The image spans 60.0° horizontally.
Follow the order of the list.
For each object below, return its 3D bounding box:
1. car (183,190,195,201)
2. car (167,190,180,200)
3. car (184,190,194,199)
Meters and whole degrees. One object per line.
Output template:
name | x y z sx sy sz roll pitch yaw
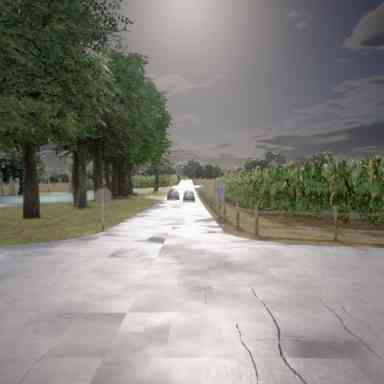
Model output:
car | -0.491 0.788 54.682 1.994 1.385 4.181 0 2 -1
car | -3.278 0.456 58.853 2.097 1.767 4.553 0 2 -1
car | -0.581 0.391 64.677 1.882 1.535 5.008 0 2 -1
